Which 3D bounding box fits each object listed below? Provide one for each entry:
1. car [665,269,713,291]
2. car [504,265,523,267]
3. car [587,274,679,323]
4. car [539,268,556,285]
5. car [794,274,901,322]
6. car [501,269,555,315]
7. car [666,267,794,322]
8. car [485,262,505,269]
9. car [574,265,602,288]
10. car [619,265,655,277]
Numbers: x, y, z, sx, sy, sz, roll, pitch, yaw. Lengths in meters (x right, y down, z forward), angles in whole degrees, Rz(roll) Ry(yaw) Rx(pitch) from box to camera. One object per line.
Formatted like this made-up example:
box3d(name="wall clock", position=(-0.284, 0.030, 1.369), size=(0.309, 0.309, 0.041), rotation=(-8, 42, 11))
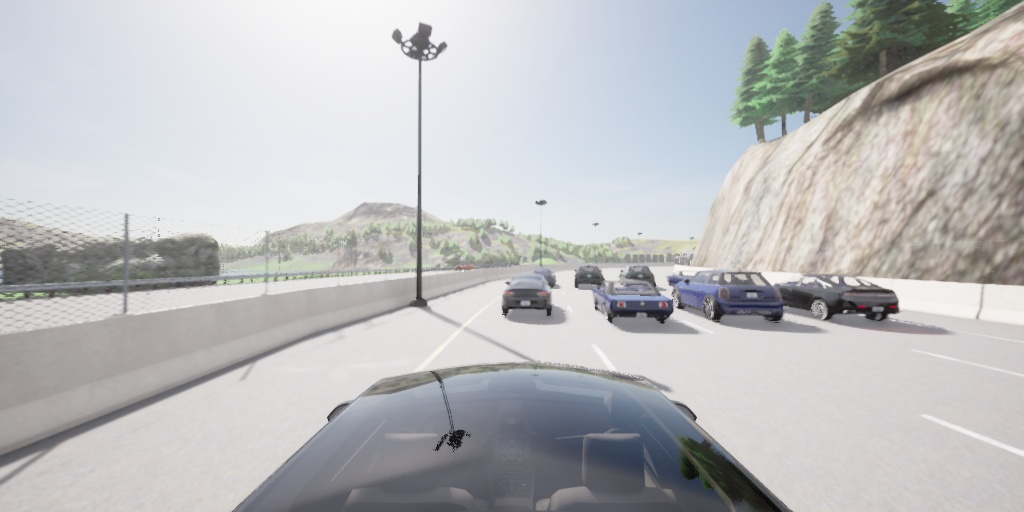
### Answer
box3d(name="car", position=(12.678, 1.681, 26.040), size=(1.895, 1.301, 4.718), rotation=(0, -1, 10))
box3d(name="car", position=(0.858, 2.162, 63.509), size=(1.895, 1.301, 4.718), rotation=(0, -1, 21))
box3d(name="car", position=(4.041, 1.500, 12.840), size=(1.895, 1.301, 4.718), rotation=(0, -1, 5))
box3d(name="car", position=(2.424, 1.666, 28.289), size=(1.994, 1.385, 4.181), rotation=(0, -1, 10))
box3d(name="car", position=(11.094, 1.400, 13.060), size=(2.128, 1.511, 4.902), rotation=(0, -1, 5))
box3d(name="car", position=(0.674, 1.441, 14.318), size=(1.812, 1.442, 4.674), rotation=(0, -1, 6))
box3d(name="car", position=(7.593, 1.258, 13.177), size=(2.097, 1.767, 4.553), rotation=(0, -1, 5))
box3d(name="car", position=(-2.550, 1.922, 64.388), size=(2.097, 1.767, 4.553), rotation=(0, -1, 20))
box3d(name="car", position=(5.841, 1.445, 27.520), size=(2.097, 1.767, 4.553), rotation=(0, -1, 10))
box3d(name="car", position=(9.309, 1.442, 27.037), size=(2.097, 1.767, 4.553), rotation=(0, -1, 10))
